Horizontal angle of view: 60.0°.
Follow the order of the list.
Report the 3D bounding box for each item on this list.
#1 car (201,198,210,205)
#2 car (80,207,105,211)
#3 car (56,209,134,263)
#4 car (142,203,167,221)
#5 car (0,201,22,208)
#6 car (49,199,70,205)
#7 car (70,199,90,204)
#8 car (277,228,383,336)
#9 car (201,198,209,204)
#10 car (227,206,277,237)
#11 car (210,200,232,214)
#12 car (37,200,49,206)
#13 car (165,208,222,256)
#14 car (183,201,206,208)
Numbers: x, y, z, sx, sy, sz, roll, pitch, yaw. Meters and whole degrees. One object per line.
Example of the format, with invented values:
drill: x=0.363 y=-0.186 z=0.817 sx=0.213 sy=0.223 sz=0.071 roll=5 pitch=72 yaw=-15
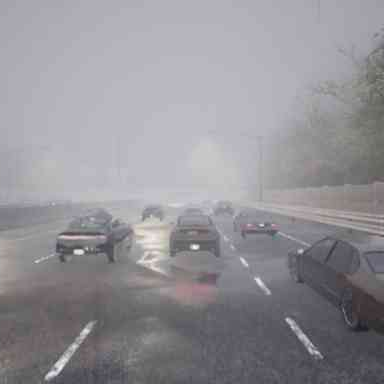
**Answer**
car: x=3.505 y=2.310 z=79.886 sx=1.882 sy=1.535 sz=5.008 roll=0 pitch=-1 yaw=0
car: x=-6.900 y=1.778 z=23.459 sx=2.033 sy=1.411 sz=5.357 roll=0 pitch=-1 yaw=0
car: x=-3.399 y=1.614 z=12.422 sx=2.128 sy=1.511 sz=4.902 roll=0 pitch=-1 yaw=0
car: x=-3.398 y=1.805 z=30.422 sx=1.837 sy=1.490 sz=4.892 roll=0 pitch=-1 yaw=0
car: x=-28.044 y=2.109 z=50.907 sx=1.895 sy=1.301 sz=4.718 roll=0 pitch=-1 yaw=1
car: x=-21.037 y=1.898 z=54.551 sx=2.097 sy=1.767 sz=4.553 roll=0 pitch=-1 yaw=1
car: x=-17.533 y=2.090 z=54.223 sx=2.033 sy=1.411 sz=5.357 roll=0 pitch=-1 yaw=1
car: x=3.511 y=1.612 z=6.858 sx=2.033 sy=1.411 sz=5.357 roll=0 pitch=-1 yaw=0
car: x=3.505 y=2.508 z=91.905 sx=2.128 sy=1.511 sz=4.902 roll=0 pitch=-1 yaw=0
car: x=3.492 y=1.735 z=19.206 sx=2.033 sy=1.411 sz=5.357 roll=0 pitch=-1 yaw=0
car: x=3.504 y=1.725 z=37.814 sx=2.097 sy=1.767 sz=4.553 roll=0 pitch=-1 yaw=0
car: x=-24.520 y=2.069 z=56.355 sx=1.837 sy=1.490 sz=4.892 roll=0 pitch=0 yaw=1
car: x=0.101 y=1.640 z=13.711 sx=1.837 sy=1.490 sz=4.892 roll=0 pitch=0 yaw=0
car: x=0.101 y=1.837 z=31.601 sx=1.812 sy=1.442 sz=4.674 roll=0 pitch=-1 yaw=0
